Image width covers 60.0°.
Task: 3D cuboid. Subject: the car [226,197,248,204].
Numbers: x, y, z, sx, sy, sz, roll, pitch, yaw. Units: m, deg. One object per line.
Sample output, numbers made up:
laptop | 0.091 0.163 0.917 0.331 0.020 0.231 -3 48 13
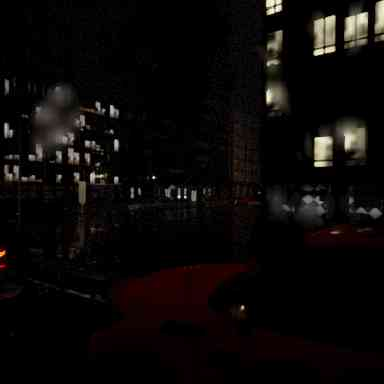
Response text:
car | 7.537 1.551 55.944 2.097 1.767 4.553 1 0 37

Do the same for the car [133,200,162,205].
car | -5.338 1.631 38.779 1.812 1.442 4.674 1 1 37

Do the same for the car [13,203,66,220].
car | -12.938 1.610 28.544 1.994 1.385 4.181 1 0 37

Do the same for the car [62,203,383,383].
car | 1.651 1.221 2.508 5.566 2.045 2.150 0 0 35

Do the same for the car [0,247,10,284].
car | -6.253 1.520 8.125 4.674 1.442 1.812 0 0 35
